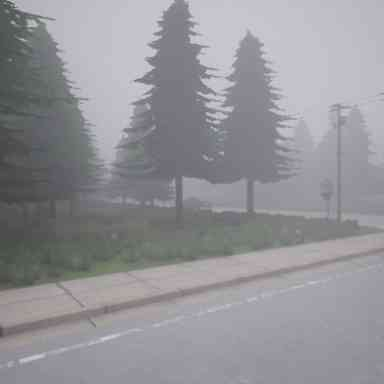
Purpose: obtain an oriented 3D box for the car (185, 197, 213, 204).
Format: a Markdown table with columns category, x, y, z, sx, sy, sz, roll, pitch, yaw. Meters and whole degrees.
| category | x | y | z | sx | sy | sz | roll | pitch | yaw |
| --- | --- | --- | --- | --- | --- | --- | --- | --- | --- |
| car | 0.836 | 1.382 | 42.375 | 1.837 | 1.490 | 4.892 | 0 | 0 | -34 |
